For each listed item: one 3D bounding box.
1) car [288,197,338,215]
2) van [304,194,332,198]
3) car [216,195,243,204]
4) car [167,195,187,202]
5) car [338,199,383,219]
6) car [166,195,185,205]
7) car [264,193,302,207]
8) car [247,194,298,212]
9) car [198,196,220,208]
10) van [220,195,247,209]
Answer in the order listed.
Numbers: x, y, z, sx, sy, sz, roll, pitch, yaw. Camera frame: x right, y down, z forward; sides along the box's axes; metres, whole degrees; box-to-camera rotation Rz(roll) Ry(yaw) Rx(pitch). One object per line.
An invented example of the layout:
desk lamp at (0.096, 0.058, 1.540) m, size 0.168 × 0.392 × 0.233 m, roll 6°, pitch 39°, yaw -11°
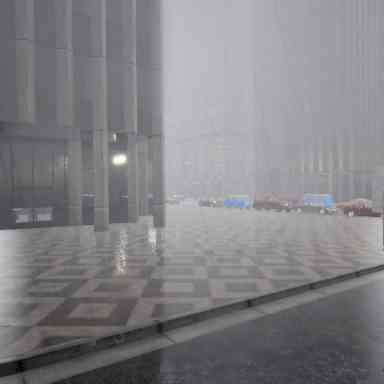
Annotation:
car at (12.325, 1.549, 33.398) m, size 2.008 × 1.369 × 4.403 m, roll -1°, pitch 1°, yaw -36°
van at (16.057, 1.178, 42.838) m, size 1.690 × 1.788 × 3.998 m, roll -1°, pitch 1°, yaw -36°
car at (6.326, 1.296, 56.466) m, size 1.752 × 1.417 × 4.829 m, roll -1°, pitch 1°, yaw -36°
car at (-3.209, 1.257, 69.815) m, size 2.008 × 1.369 × 4.403 m, roll -1°, pitch 1°, yaw -36°
car at (15.538, 1.566, 28.903) m, size 1.887 × 1.381 × 4.507 m, roll -1°, pitch 1°, yaw -36°
car at (-3.741, 1.439, 55.872) m, size 2.008 × 1.369 × 4.403 m, roll -1°, pitch 1°, yaw -36°
car at (12.845, 1.130, 47.334) m, size 2.192 × 1.841 × 5.009 m, roll -1°, pitch 1°, yaw -36°
car at (9.110, 1.290, 37.890) m, size 2.192 × 1.841 × 5.009 m, roll -1°, pitch 1°, yaw -36°
car at (2.685, 1.371, 46.881) m, size 1.967 × 1.590 × 4.097 m, roll -1°, pitch 1°, yaw -36°
van at (5.896, 1.294, 42.386) m, size 1.690 × 1.788 × 3.998 m, roll -1°, pitch 1°, yaw -36°
